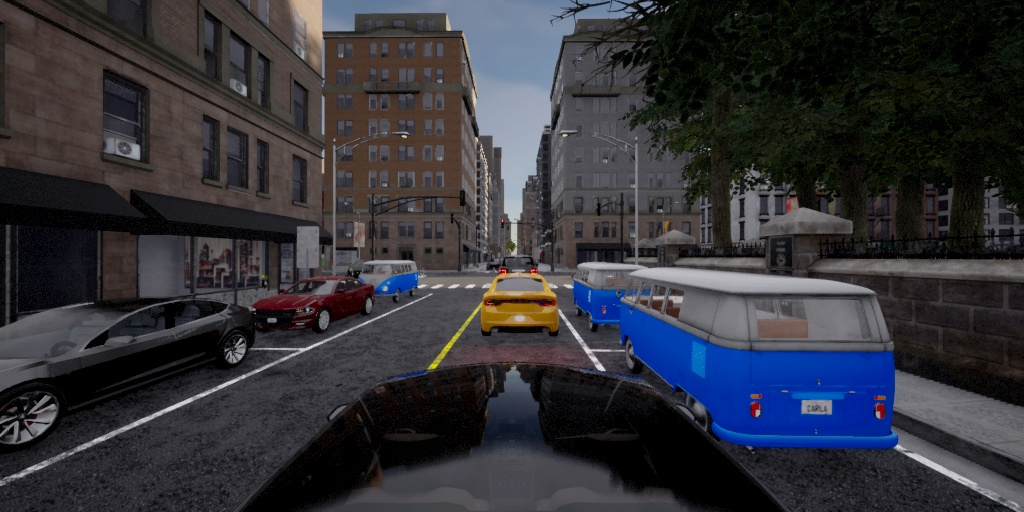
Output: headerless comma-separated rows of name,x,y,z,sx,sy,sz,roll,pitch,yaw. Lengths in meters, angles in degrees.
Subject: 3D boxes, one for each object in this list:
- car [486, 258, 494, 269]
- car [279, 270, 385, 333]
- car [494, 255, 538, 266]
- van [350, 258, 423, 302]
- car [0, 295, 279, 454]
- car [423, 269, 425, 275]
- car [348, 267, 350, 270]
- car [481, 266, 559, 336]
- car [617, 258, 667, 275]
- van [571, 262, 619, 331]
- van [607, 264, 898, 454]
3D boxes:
car,-2.311,1.085,49.610,2.097,1.767,4.553,0,0,2
car,-5.697,1.294,10.818,1.888,1.381,4.507,0,0,1
car,0.328,0.965,20.361,2.150,2.045,5.566,0,0,0
van,-5.584,1.087,16.477,1.690,1.789,3.998,0,0,1
car,-5.809,1.315,5.159,1.948,1.339,4.313,0,0,1
car,-10.259,1.268,32.305,4.674,1.442,1.812,0,0,-8
car,-10.454,1.079,28.135,4.553,1.767,2.097,0,0,5
car,0.224,1.226,10.405,1.882,1.535,5.008,0,0,1
car,13.851,1.093,38.367,4.553,1.767,2.097,0,0,0
van,2.827,1.089,10.658,1.690,1.789,3.998,0,0,1
van,2.714,1.090,5.001,1.690,1.789,3.998,0,0,1
